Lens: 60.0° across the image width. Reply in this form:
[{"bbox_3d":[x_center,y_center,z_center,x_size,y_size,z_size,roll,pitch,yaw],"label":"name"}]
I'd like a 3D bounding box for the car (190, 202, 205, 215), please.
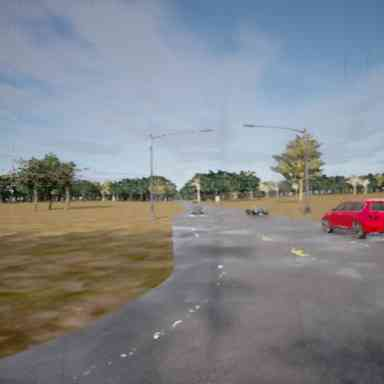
[{"bbox_3d":[0.881,2.665,49.192,1.837,1.490,4.892,-2,-1,1],"label":"car"}]

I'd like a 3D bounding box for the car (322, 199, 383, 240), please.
[{"bbox_3d":[9.248,1.413,18.307,2.150,2.045,5.566,-1,-1,-3],"label":"car"}]

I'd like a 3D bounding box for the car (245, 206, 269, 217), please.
[{"bbox_3d":[7.890,2.368,40.950,1.895,1.301,4.718,-1,-1,-3],"label":"car"}]
